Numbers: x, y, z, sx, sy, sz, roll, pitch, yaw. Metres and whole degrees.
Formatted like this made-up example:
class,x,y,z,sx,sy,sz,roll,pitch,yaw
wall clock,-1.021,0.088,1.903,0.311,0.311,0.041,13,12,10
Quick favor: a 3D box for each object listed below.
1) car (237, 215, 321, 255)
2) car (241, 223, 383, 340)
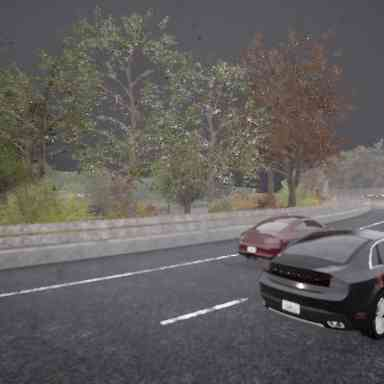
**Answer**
class,x,y,z,sx,sy,sz,roll,pitch,yaw
car,3.495,1.520,11.275,4.674,1.442,1.812,0,0,-41
car,3.368,1.496,6.612,4.892,1.490,1.837,0,0,-40
